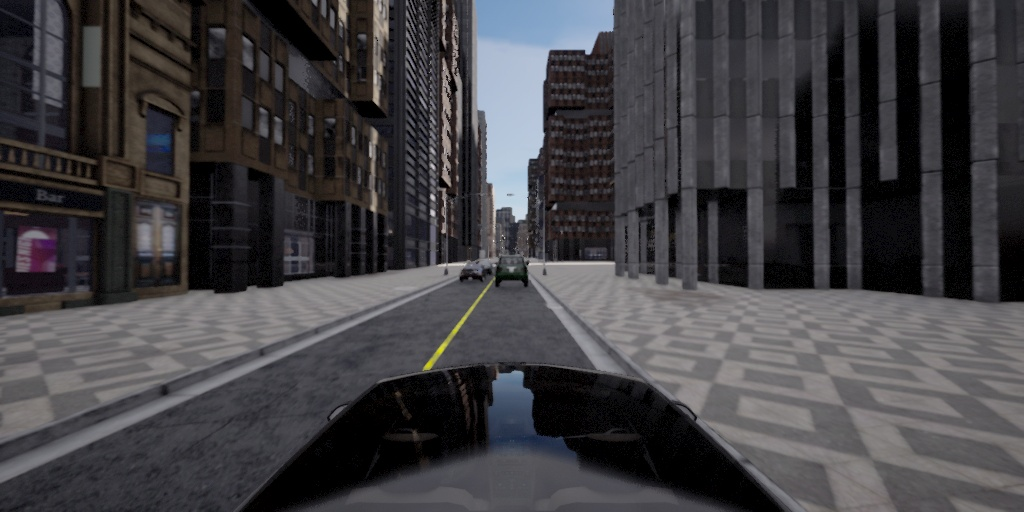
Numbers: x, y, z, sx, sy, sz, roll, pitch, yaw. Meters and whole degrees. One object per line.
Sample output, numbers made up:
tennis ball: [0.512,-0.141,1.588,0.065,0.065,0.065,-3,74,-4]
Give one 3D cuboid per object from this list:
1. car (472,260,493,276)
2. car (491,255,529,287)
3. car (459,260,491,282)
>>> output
car: [-3.064,1.190,38.180,1.882,1.535,5.008,0,0,0]
car: [-0.012,0.947,24.691,2.150,2.045,5.566,0,0,0]
car: [-3.051,1.269,29.045,2.033,1.411,5.357,0,0,0]
